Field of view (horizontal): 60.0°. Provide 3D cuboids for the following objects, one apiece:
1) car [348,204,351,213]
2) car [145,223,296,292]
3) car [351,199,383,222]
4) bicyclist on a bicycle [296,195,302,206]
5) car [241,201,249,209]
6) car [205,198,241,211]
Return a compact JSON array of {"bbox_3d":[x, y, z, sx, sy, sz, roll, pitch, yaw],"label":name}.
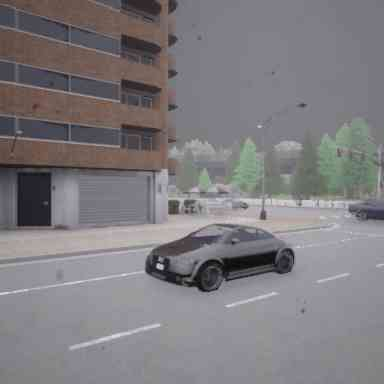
[{"bbox_3d":[15.691,1.440,27.952,2.128,1.511,4.902,0,0,-36],"label":"car"},{"bbox_3d":[0.869,1.564,8.960,4.181,1.385,1.994,0,0,-36],"label":"car"},{"bbox_3d":[14.344,1.324,23.835,2.097,1.767,4.553,0,1,-36],"label":"car"},{"bbox_3d":[15.294,1.245,47.289,1.656,1.620,0.582,0,0,-36],"label":"bicyclist on a bicycle"},{"bbox_3d":[5.260,1.508,42.184,1.994,1.385,4.181,0,0,-37],"label":"car"},{"bbox_3d":[3.190,1.470,39.189,1.812,1.442,4.674,0,0,-37],"label":"car"}]
